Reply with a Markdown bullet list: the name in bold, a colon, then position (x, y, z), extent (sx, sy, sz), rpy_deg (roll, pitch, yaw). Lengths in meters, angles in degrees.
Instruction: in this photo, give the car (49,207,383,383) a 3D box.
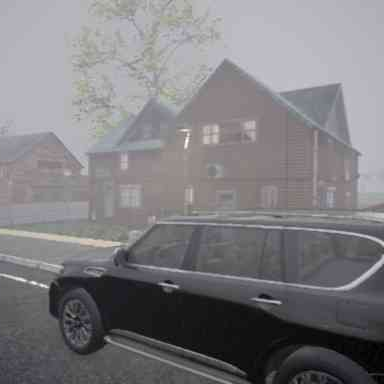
- **car**: position (0.423, 1.236, 4.462), extent (5.566, 2.045, 2.150), rpy_deg (0, 0, 35)
